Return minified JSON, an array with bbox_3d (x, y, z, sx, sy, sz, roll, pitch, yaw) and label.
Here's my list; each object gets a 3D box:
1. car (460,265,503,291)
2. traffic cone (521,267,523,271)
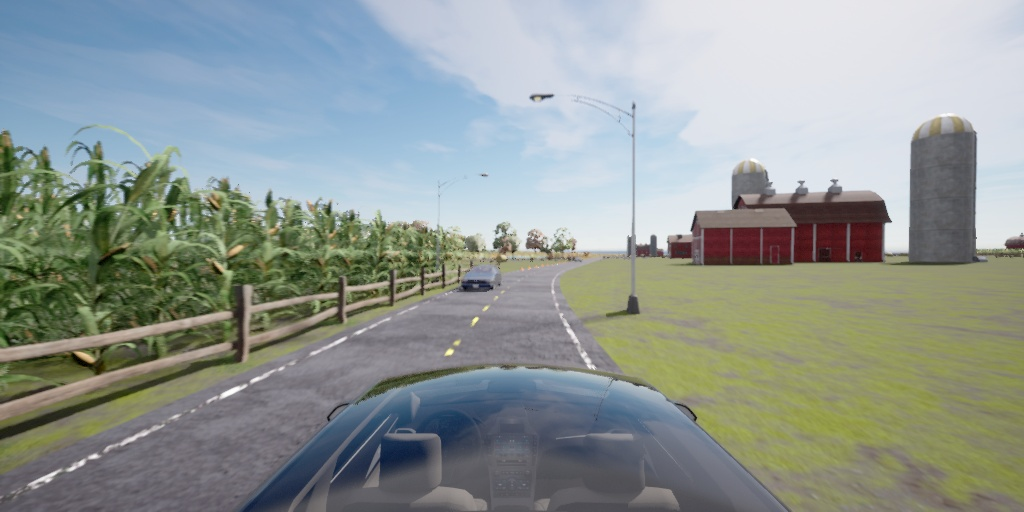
[{"bbox_3d":[-1.703,1.275,22.200,2.033,1.411,5.357,0,0,6],"label":"car"},{"bbox_3d":[1.320,1.621,46.691,0.340,0.580,0.340,0,0,13],"label":"traffic cone"}]
